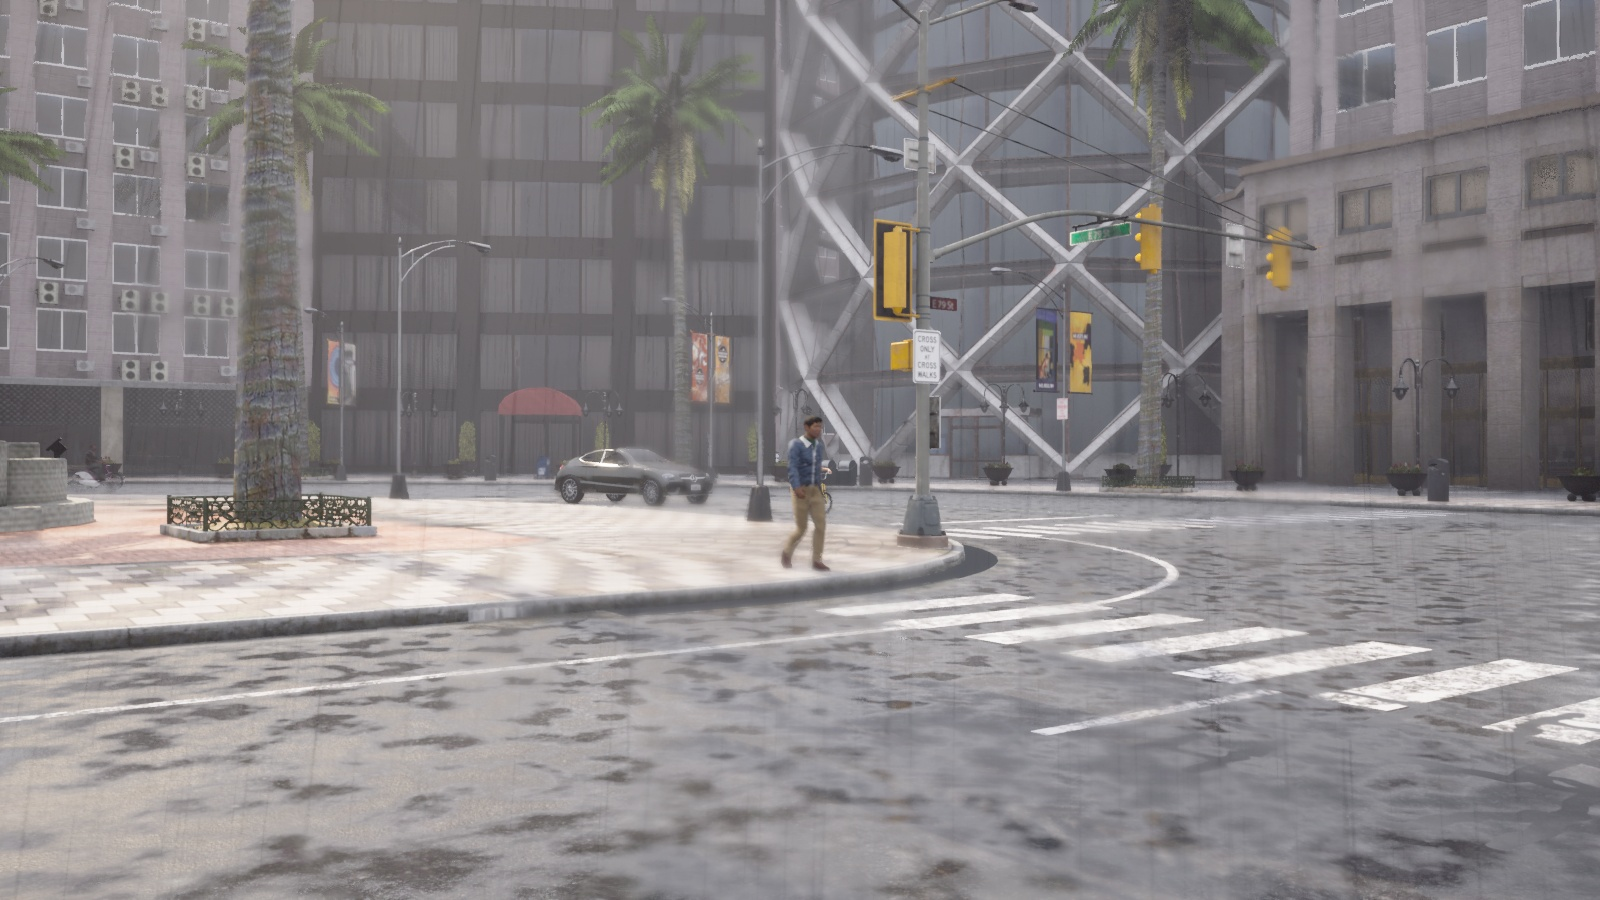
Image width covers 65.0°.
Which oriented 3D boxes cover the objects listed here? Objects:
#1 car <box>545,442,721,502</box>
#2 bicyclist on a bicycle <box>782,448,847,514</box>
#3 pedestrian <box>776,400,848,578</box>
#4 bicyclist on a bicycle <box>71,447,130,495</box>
[{"bbox_3d":[-4.958,0.625,36.961,5.027,1.651,2.152,0,0,36],"label":"car"},{"bbox_3d":[0.350,0.758,31.273,0.866,1.612,1.509,0,0,-37],"label":"bicyclist on a bicycle"},{"bbox_3d":[0.127,0.432,14.205,0.423,1.949,0.788,0,0,-36],"label":"pedestrian"},{"bbox_3d":[-26.186,0.786,47.030,1.843,1.776,0.659,0,0,-3],"label":"bicyclist on a bicycle"}]
